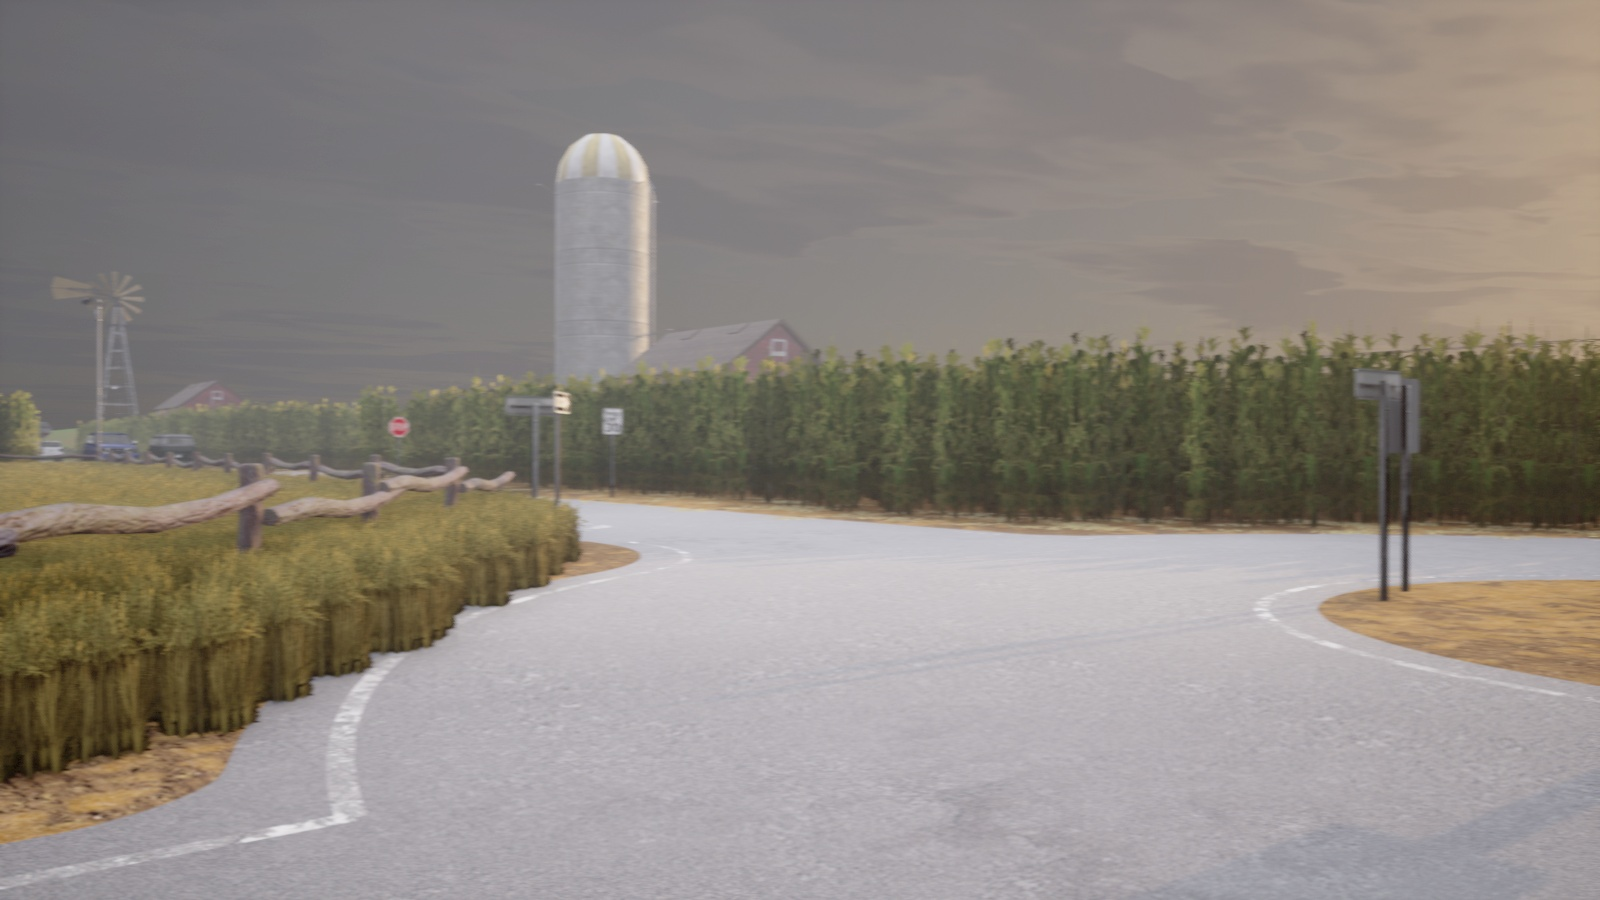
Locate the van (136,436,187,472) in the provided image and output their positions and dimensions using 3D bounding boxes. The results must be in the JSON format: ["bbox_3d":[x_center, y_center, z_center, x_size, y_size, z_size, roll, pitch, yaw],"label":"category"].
[{"bbox_3d":[-36.196,0.206,71.105,1.775,1.987,4.442,0,0,-37],"label":"van"}]

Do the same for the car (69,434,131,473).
[{"bbox_3d":[-38.519,0.173,69.037,2.150,2.045,5.566,0,0,-38],"label":"car"}]
